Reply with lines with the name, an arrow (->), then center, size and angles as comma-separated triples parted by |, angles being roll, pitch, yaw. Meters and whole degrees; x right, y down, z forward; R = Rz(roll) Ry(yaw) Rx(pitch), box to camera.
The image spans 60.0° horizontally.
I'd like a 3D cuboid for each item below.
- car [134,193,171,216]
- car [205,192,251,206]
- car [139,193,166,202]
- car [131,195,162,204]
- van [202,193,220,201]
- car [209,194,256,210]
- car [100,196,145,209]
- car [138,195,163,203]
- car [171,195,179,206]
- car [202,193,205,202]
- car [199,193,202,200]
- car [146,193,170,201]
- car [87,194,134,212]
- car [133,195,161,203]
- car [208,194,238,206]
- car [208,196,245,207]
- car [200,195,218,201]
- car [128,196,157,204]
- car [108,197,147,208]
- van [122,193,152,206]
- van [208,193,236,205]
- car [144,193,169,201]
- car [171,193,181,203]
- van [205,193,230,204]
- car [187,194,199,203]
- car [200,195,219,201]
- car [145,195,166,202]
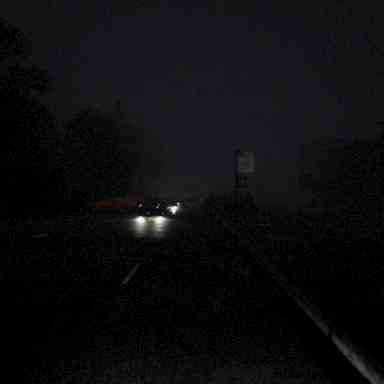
car -> -3.525, 1.190, 30.333 | 2.097, 1.767, 4.553 | 0, 0, 3
car -> 4.705, 1.038, 40.320 | 5.566, 2.045, 2.435 | 0, 0, 0
car -> -8.370, 1.144, 70.952 | 5.566, 2.045, 2.435 | 0, 0, 0
car -> -8.186, 1.343, 59.812 | 5.366, 1.575, 1.946 | 0, 0, 0
van -> 4.765, 1.264, 85.169 | 4.442, 1.987, 1.878 | 0, 0, 0
car -> 4.741, 1.294, 37.519 | 4.892, 1.521, 2.231 | 0, 0, 0
car -> -8.351, 1.289, 40.319 | 5.008, 1.535, 2.097 | 0, 0, 0
car -> -8.420, 1.411, 68.168 | 4.792, 1.488, 2.163 | 0, 0, 0
car -> -3.340, 1.424, 49.394 | 1.895, 1.301, 4.718 | 0, 0, 0
car -> 4.698, 1.050, 48.730 | 5.566, 2.045, 2.435 | 0, 0, 0
car -> 4.666, 1.118, 65.549 | 5.566, 2.045, 2.435 | 0, 0, 0
car -> -8.395, 1.216, 81.969 | 5.566, 2.045, 2.435 | 0, 0, 0
car -> -8.339, 1.299, 34.750 | 5.008, 1.535, 2.097 | 0, 0, 0
car -> -8.372, 1.357, 62.598 | 5.008, 1.535, 2.097 | 0, 0, 0
car -> 4.755, 1.184, 51.530 | 4.553, 1.767, 2.185 | 0, 0, 0
car -> 4.724, 1.294, 45.924 | 4.892, 1.521, 2.231 | 0, 0, 0
car -> 4.664, 1.561, 90.773 | 4.792, 1.488, 2.163 | 0, 0, 0
car -> -8.364, 1.374, 57.026 | 4.674, 1.452, 2.002 | 0, 0, 0
car -> -8.350, 1.331, 43.106 | 4.674, 1.452, 2.002 | 0, 0, 0
van -> -8.473, 1.084, 51.455 | 4.442, 1.987, 1.878 | 0, 0, 0
van -> 4.835, 1.096, 54.335 | 4.442, 1.987, 1.878 | 0, 0, 0
car -> -8.388, 1.196, 79.308 | 5.566, 2.045, 2.435 | 0, 0, 0
car -> -3.309, 1.365, 65.546 | 1.837, 1.490, 4.892 | 0, 0, 0
van -> 4.591, 1.119, 59.941 | 4.442, 1.987, 1.878 | 0, 0, 0
car -> -0.046, 1.483, 63.922 | 1.895, 1.301, 4.718 | 0, 0, 0
car -> 4.671, 1.540, 87.970 | 4.792, 1.488, 2.163 | 0, 0, 0
car -> -8.408, 1.467, 76.398 | 4.674, 1.452, 2.002 | 0, 0, 0
